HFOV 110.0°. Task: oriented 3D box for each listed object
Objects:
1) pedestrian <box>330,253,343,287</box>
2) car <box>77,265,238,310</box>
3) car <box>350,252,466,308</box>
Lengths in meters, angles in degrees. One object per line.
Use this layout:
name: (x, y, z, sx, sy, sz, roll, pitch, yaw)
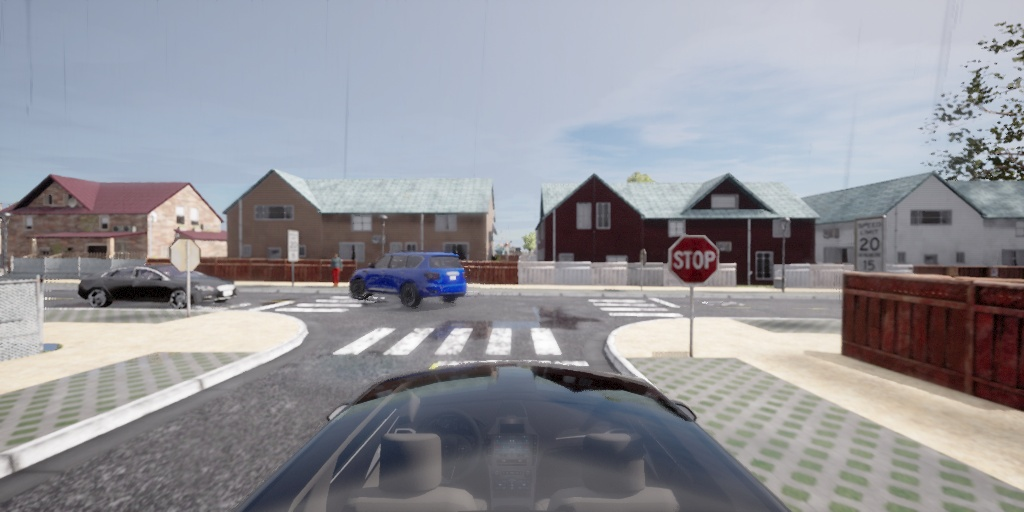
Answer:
pedestrian: (-9.336, 0.723, 18.966, 0.375, 1.860, 0.375, 0, 0, 1)
car: (-12.845, 1.074, 13.187, 4.902, 1.511, 2.128, 1, 0, 1)
car: (-4.377, 0.878, 14.835, 5.566, 2.045, 2.150, 1, -1, 36)
